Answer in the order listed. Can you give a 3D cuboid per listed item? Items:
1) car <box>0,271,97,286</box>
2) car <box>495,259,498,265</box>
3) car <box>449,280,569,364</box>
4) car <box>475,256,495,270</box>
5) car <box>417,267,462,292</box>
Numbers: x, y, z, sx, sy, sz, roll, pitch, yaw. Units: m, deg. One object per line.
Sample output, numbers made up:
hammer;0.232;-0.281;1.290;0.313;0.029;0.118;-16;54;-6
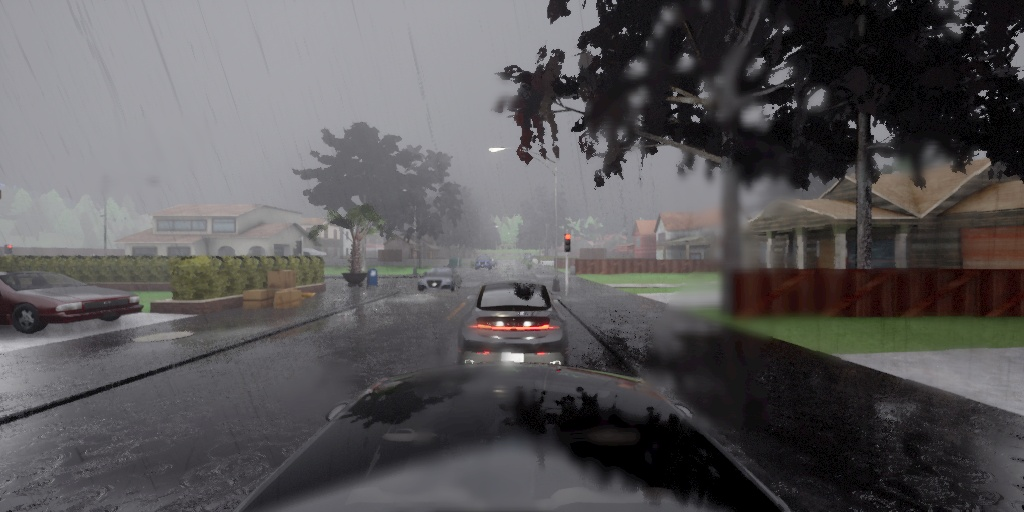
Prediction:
car;-34.213;1.236;26.757;4.902;1.511;2.128;0;0;0
car;-4.026;1.230;64.715;2.128;1.511;4.902;0;0;1
car;0.046;1.254;7.667;1.837;1.490;4.892;0;0;1
car;-4.072;0.962;52.269;2.150;2.045;5.566;0;0;0
car;-4.091;1.310;20.875;1.994;1.385;4.181;0;0;0
